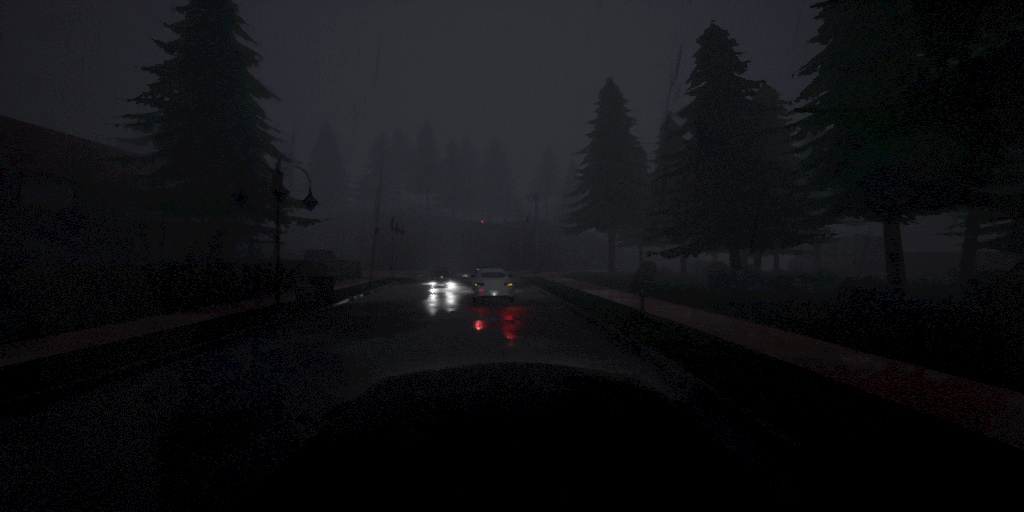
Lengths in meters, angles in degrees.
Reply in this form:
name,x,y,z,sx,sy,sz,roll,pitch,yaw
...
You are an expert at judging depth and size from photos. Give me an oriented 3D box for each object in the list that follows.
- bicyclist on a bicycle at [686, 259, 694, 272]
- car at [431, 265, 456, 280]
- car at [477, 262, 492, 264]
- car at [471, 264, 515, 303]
name,x,y,z,sx,sy,sz,roll,pitch,yaw
bicyclist on a bicycle,18.742,0.932,38.520,0.582,1.620,1.656,6,1,-6
car,-5.892,1.404,31.228,1.895,1.301,4.718,0,0,-6
car,-2.412,1.265,31.593,1.837,1.490,4.892,0,0,-6
car,-0.934,1.282,16.666,1.812,1.442,4.674,0,0,-6
